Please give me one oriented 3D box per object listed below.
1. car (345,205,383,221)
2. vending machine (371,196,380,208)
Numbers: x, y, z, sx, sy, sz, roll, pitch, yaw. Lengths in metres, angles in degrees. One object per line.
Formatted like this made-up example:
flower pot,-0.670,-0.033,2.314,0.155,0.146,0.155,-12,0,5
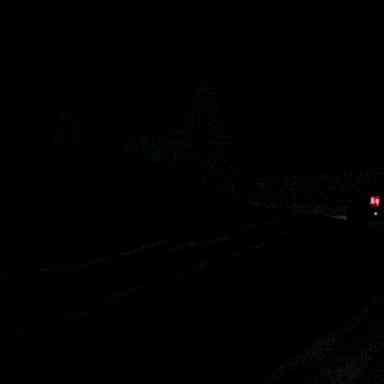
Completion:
car,15.572,1.842,30.062,1.994,1.385,4.181,0,0,2
vending machine,32.280,1.739,58.520,1.100,2.100,0.880,0,0,-3
